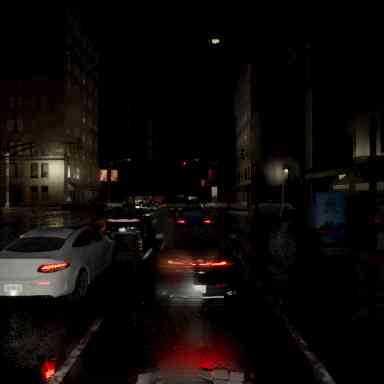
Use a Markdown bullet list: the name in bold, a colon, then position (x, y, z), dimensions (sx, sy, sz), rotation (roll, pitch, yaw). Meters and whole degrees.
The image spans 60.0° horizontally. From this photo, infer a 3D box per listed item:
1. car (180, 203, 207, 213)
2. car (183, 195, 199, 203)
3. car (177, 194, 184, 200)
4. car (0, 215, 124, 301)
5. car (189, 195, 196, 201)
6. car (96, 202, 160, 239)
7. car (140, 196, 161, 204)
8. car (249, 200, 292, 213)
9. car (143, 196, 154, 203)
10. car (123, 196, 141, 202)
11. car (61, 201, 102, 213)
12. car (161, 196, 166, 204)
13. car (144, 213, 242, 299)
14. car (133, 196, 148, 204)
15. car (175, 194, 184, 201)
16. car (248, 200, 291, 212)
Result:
- **car**: position (0.100, 1.533, 17.548), dimensions (1.812, 1.442, 4.674), rotation (0, 0, 0)
- **car**: position (0.122, 1.512, 55.166), dimensions (2.128, 1.511, 4.902), rotation (0, 0, 0)
- **car**: position (-3.153, 1.320, 93.211), dimensions (1.882, 1.535, 5.008), rotation (0, 0, 0)
- **car**: position (-3.148, 1.529, 8.180), dimensions (1.812, 1.442, 4.674), rotation (0, 0, 0)
- **car**: position (0.095, 1.608, 90.735), dimensions (1.895, 1.301, 4.718), rotation (0, 0, 0)
- **car**: position (-3.134, 1.499, 17.446), dimensions (2.128, 1.511, 4.902), rotation (0, 0, 0)
- **car**: position (-6.535, 1.525, 52.922), dimensions (1.837, 1.490, 4.892), rotation (0, 0, 0)
- **car**: position (8.686, 1.601, 36.864), dimensions (4.674, 1.442, 1.812), rotation (0, -1, -1)
- **car**: position (-9.674, 1.546, 73.722), dimensions (1.812, 1.442, 4.674), rotation (0, 0, 0)
- **car**: position (-9.780, 1.525, 53.379), dimensions (1.837, 1.490, 4.892), rotation (0, 0, 0)
- **car**: position (-11.891, 1.611, 36.830), dimensions (4.718, 1.301, 1.895), rotation (0, -1, 0)
- **car**: position (-6.498, 1.547, 61.946), dimensions (1.812, 1.442, 4.674), rotation (0, 0, 1)
- **car**: position (0.101, 1.508, 8.431), dimensions (1.837, 1.490, 4.892), rotation (0, 0, 0)
- **car**: position (-9.732, 1.512, 63.508), dimensions (2.128, 1.511, 4.902), rotation (0, 0, 1)
- **car**: position (-3.164, 1.536, 82.792), dimensions (2.128, 1.511, 4.902), rotation (0, 0, 0)
- **car**: position (9.302, 1.646, 40.144), dimensions (4.674, 1.442, 1.812), rotation (0, -1, 0)
